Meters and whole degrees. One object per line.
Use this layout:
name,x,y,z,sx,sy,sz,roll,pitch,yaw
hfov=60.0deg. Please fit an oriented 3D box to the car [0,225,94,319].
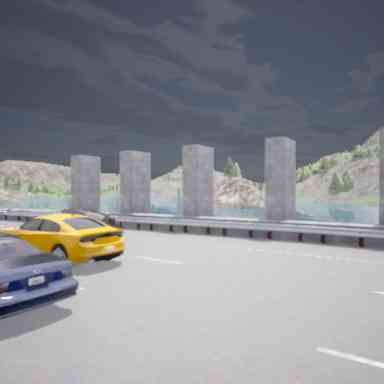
car,-4.726,1.542,6.988,5.357,1.411,2.033,0,0,33

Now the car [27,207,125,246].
car,-5.532,1.505,15.732,4.674,1.442,1.812,0,0,31

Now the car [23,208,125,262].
car,-4.470,1.464,10.964,5.008,1.535,1.882,0,0,32
